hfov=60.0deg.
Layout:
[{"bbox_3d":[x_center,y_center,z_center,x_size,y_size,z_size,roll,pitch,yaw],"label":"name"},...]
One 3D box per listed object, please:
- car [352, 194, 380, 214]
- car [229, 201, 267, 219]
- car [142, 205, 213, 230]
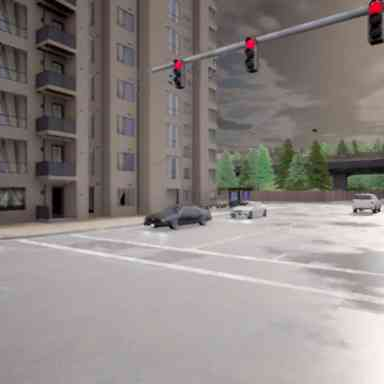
[{"bbox_3d":[19.137,1.220,36.443,2.150,2.045,5.566,0,0,36],"label":"car"},{"bbox_3d":[5.077,1.522,29.360,1.812,1.442,4.674,0,0,36],"label":"car"},{"bbox_3d":[-0.735,1.544,21.400,2.033,1.411,5.357,0,0,36],"label":"car"}]
